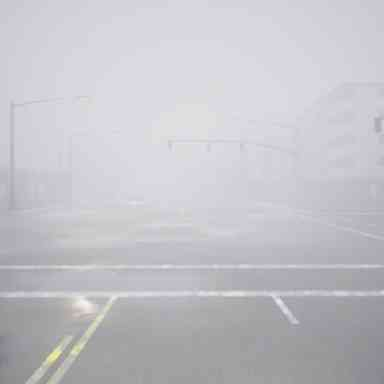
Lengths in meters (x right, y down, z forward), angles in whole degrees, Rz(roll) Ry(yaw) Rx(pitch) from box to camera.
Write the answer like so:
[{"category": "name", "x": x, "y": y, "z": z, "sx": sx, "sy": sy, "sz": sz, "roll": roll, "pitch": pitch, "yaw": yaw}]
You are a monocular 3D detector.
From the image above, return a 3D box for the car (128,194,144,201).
[{"category": "car", "x": -9.833, "y": 0.922, "z": 58.197, "sx": 1.895, "sy": 1.301, "sz": 4.718, "roll": 0, "pitch": 1, "yaw": -23}]

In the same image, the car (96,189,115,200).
[{"category": "car", "x": -16.659, "y": 0.476, "z": 63.834, "sx": 2.150, "sy": 2.045, "sz": 5.566, "roll": -1, "pitch": 1, "yaw": -34}]
